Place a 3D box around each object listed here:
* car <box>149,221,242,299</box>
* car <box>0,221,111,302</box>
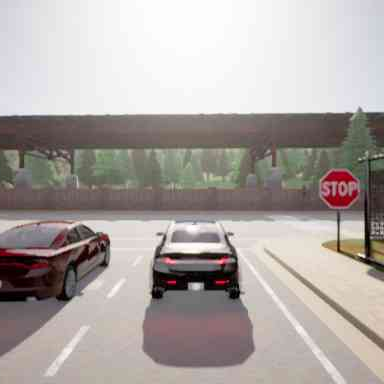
[{"bbox_3d":[0.078,1.465,8.350,2.128,1.511,4.902,0,0,0],"label":"car"},{"bbox_3d":[-3.422,1.451,8.280,1.882,1.535,5.008,0,0,0],"label":"car"}]
